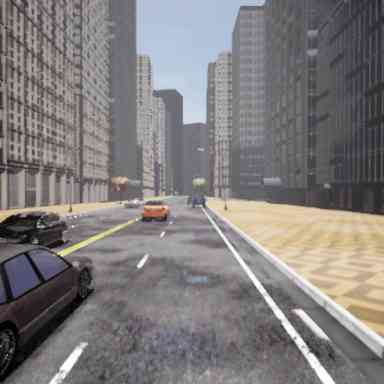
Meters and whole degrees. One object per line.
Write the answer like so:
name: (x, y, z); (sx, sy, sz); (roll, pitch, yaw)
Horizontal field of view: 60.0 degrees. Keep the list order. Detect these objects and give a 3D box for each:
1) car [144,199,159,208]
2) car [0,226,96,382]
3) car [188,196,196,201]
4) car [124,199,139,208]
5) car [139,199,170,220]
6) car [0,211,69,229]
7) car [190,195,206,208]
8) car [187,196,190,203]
car: (-6.534, 1.860, 54.097); (1.895, 1.301, 4.718); (0, 0, 1)
car: (-3.147, 1.574, 5.304); (2.033, 1.411, 5.357); (0, 0, 0)
car: (0.033, 1.777, 90.850); (2.128, 1.511, 4.902); (0, 0, 0)
car: (-9.779, 1.860, 54.078); (1.895, 1.301, 4.718); (0, 0, 1)
car: (-3.140, 1.494, 29.766); (2.097, 1.767, 4.553); (0, 0, 0)
car: (-6.593, 1.570, 13.544); (1.837, 1.490, 4.892); (0, 0, 0)
car: (1.158, 1.487, 54.659); (2.150, 2.045, 5.566); (0, 0, 0)
car: (0.027, 1.613, 73.890); (2.097, 1.767, 4.553); (0, 0, 0)
